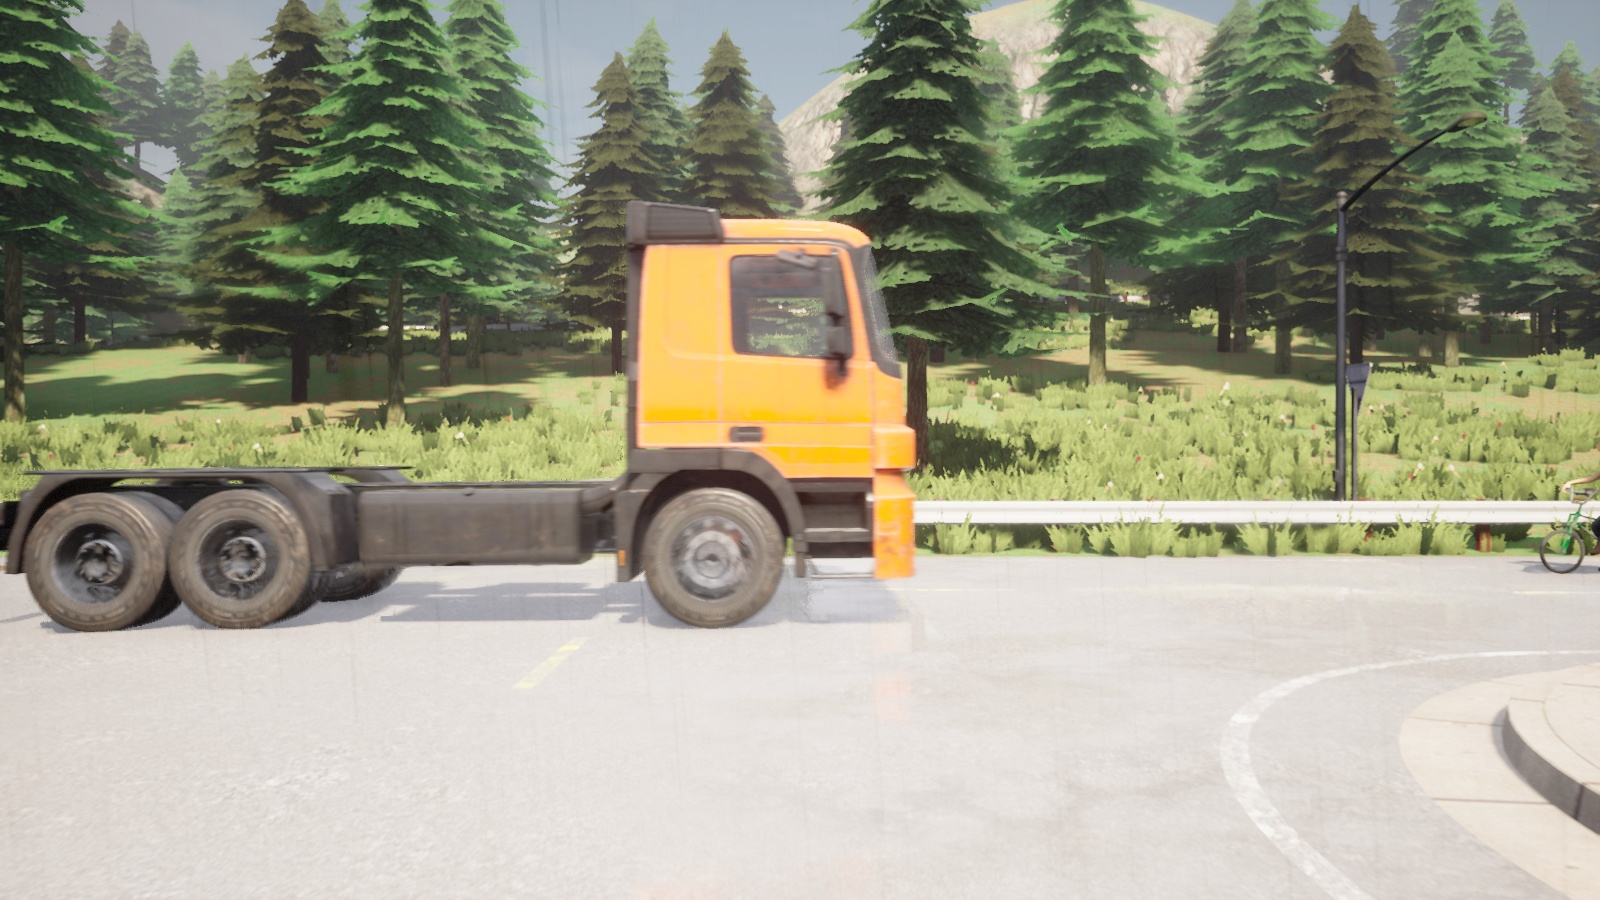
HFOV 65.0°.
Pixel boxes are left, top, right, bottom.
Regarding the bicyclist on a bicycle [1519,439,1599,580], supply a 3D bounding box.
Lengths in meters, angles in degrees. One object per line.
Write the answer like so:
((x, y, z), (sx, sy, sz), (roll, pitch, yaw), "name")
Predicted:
((9.510, 0.681, 14.845), (1.509, 1.612, 0.866), (0, 1, 0), "bicyclist on a bicycle")

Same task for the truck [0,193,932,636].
((-2.926, -0.268, 11.400), (7.936, 3.462, 2.891), (0, 0, 0), "truck")
